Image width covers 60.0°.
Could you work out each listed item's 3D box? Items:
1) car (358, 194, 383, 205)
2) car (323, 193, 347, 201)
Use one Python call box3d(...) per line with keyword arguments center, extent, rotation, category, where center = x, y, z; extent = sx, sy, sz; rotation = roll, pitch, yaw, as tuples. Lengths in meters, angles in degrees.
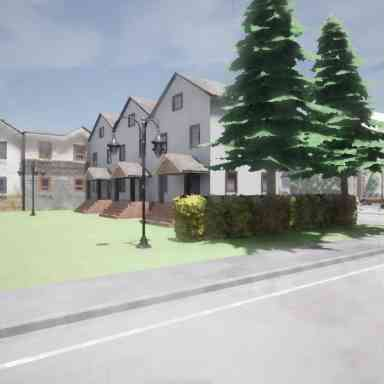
box3d(center=(27.232, 1.097, 49.238), extent=(1.932, 1.855, 4.605), rotation=(0, 0, -36), category="car")
box3d(center=(32.105, 1.097, 74.691), extent=(1.932, 1.855, 4.605), rotation=(0, 0, -36), category="car")
